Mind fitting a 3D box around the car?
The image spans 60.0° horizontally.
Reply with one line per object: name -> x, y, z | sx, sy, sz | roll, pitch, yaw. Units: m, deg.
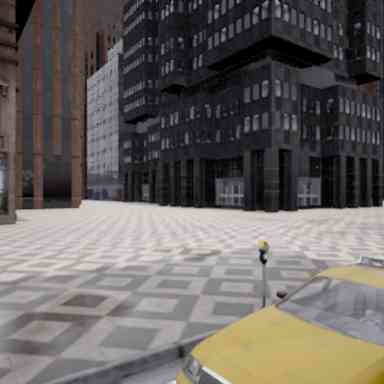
car -> 2.112, 1.526, 4.014 | 4.829, 1.417, 1.752 | 0, 0, -35
